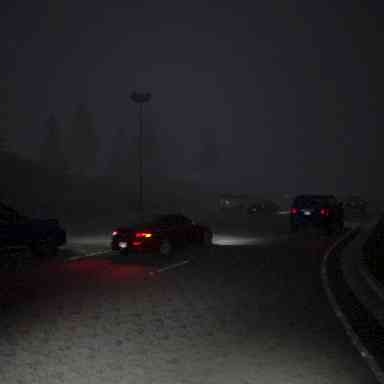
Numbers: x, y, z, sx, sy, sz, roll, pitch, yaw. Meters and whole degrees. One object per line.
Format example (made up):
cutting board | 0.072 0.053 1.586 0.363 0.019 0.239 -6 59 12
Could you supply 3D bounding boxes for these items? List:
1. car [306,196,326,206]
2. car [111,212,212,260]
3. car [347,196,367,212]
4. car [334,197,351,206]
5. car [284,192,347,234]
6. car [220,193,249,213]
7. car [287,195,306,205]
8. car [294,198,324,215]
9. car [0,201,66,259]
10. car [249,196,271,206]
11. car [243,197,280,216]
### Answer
car | 19.911 1.376 53.177 2.033 1.411 5.357 0 0 32
car | -0.968 1.484 12.425 1.812 1.442 4.674 0 0 32
car | 17.989 1.235 36.648 2.097 1.767 4.553 0 0 32
car | 24.321 1.429 53.675 1.895 1.301 4.718 0 0 32
car | 7.276 1.160 19.171 2.150 2.045 5.566 0 0 32
car | 4.929 1.106 35.435 2.150 2.045 5.566 0 0 32
car | 17.698 1.296 56.262 1.882 1.535 5.008 0 0 32
car | 11.802 1.397 33.253 1.837 1.490 4.892 0 0 32
car | -6.577 1.186 9.970 2.150 2.045 5.566 0 0 32
car | 10.598 1.397 51.379 1.994 1.385 4.181 0 0 32
car | 6.837 1.422 31.850 1.812 1.442 4.674 0 0 32
